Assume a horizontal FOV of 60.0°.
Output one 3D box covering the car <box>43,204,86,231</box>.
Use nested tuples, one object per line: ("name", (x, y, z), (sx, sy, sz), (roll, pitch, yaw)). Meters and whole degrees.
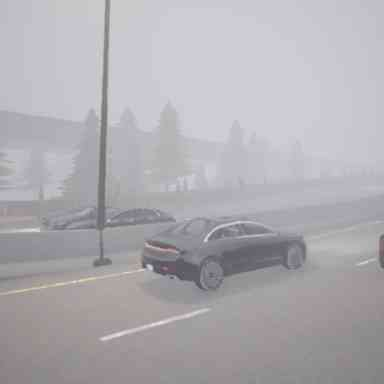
("car", (-5.036, 1.428, 17.597), (4.674, 1.442, 1.812), (-2, 1, -35))

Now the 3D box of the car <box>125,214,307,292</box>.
("car", (1.037, 1.396, 8.790), (4.902, 1.511, 2.128), (-2, 1, -35))

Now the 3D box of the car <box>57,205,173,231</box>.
("car", (-3.044, 1.410, 14.718), (4.892, 1.490, 1.837), (-2, 1, -35))

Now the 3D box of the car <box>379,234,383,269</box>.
("car", (6.768, 1.216, 8.577), (5.008, 1.535, 1.882), (-3, 2, -35))
